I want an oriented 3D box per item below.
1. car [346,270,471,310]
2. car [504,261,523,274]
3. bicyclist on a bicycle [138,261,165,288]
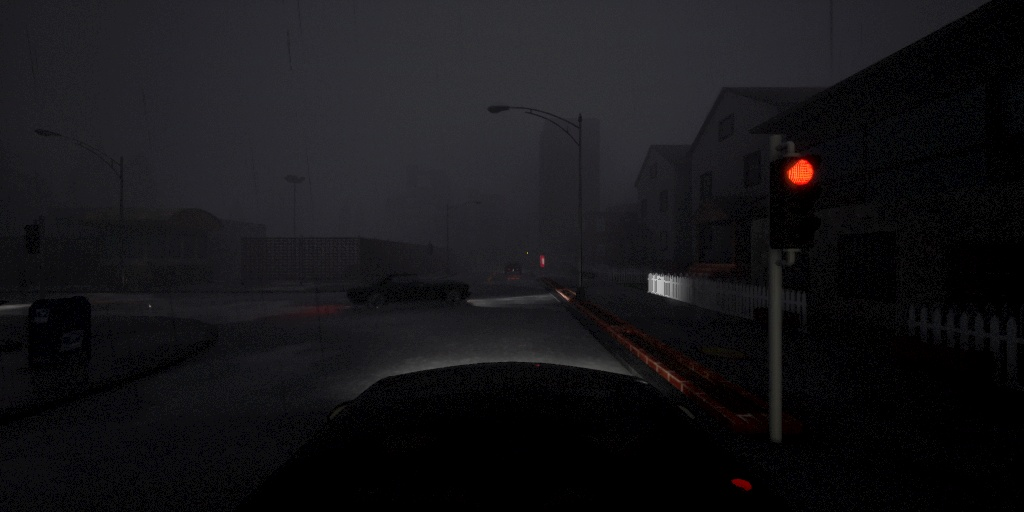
[{"bbox_3d":[-4.091,1.351,14.544,4.718,1.301,1.895,0,0,-22],"label":"car"},{"bbox_3d":[0.133,1.254,40.809,1.837,1.490,4.892,0,0,0],"label":"car"},{"bbox_3d":[-21.728,1.099,21.633,0.582,1.620,1.656,0,0,0],"label":"bicyclist on a bicycle"}]
